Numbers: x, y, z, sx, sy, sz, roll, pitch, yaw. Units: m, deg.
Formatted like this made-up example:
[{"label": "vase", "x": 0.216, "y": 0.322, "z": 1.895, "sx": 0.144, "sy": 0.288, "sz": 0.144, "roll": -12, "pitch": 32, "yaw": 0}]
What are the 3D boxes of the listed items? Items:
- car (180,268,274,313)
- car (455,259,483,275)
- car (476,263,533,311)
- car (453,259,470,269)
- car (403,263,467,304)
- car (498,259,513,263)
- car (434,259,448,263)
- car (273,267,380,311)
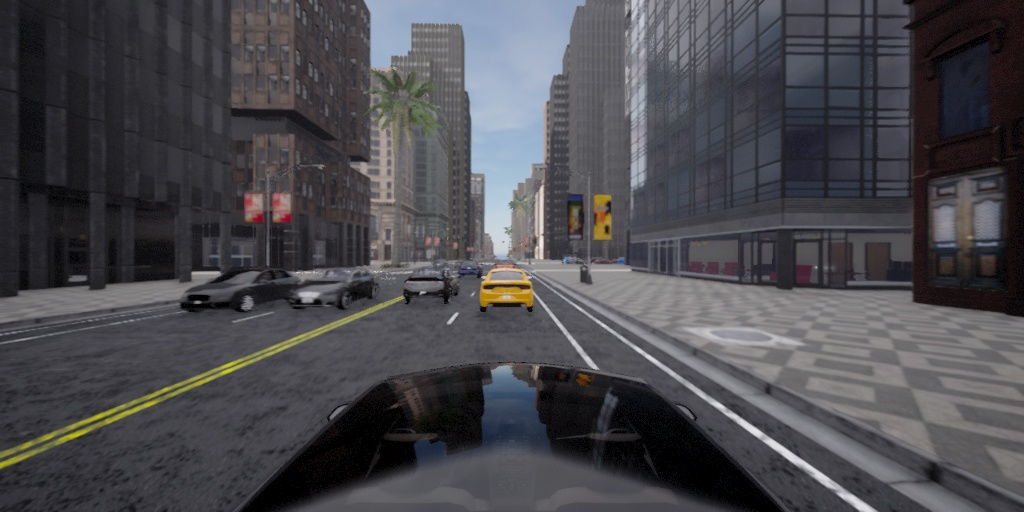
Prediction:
[{"label": "car", "x": -10.166, "y": 1.238, "z": 13.959, "sx": 1.837, "sy": 1.490, "sz": 4.892, "roll": 0, "pitch": 0, "yaw": -1}, {"label": "car", "x": -3.893, "y": 1.098, "z": 34.321, "sx": 2.097, "sy": 1.767, "sz": 4.553, "roll": 0, "pitch": 0, "yaw": -1}, {"label": "car", "x": -0.213, "y": 1.227, "z": 14.477, "sx": 1.882, "sy": 1.535, "sz": 5.008, "roll": 0, "pitch": 0, "yaw": -1}, {"label": "car", "x": -7.758, "y": 1.237, "z": 55.618, "sx": 2.128, "sy": 1.511, "sz": 4.902, "roll": 0, "pitch": 0, "yaw": -1}, {"label": "car", "x": -3.514, "y": 1.236, "z": 16.350, "sx": 2.128, "sy": 1.511, "sz": 4.902, "roll": 0, "pitch": 0, "yaw": -1}, {"label": "car", "x": -0.644, "y": 1.104, "z": 34.390, "sx": 2.097, "sy": 1.767, "sz": 4.553, "roll": 0, "pitch": 0, "yaw": -1}, {"label": "car", "x": -11.005, "y": 1.232, "z": 55.534, "sx": 2.128, "sy": 1.511, "sz": 4.902, "roll": 0, "pitch": 0, "yaw": -1}, {"label": "car", "x": -6.925, "y": 1.230, "z": 14.522, "sx": 2.128, "sy": 1.511, "sz": 4.902, "roll": 0, "pitch": 0, "yaw": -1}]
